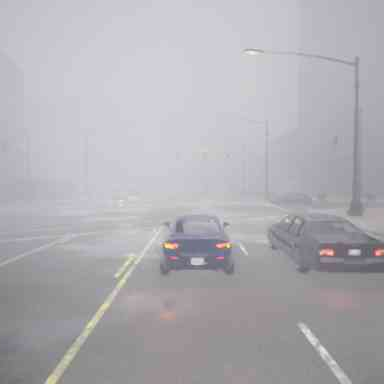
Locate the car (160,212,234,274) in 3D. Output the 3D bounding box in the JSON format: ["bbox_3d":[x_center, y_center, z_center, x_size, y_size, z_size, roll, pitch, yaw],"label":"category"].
[{"bbox_3d":[0.134,1.318,9.678,1.812,1.442,4.674,0,1,0],"label":"car"}]

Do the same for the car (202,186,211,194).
[{"bbox_3d":[3.703,-0.648,86.998,2.150,2.045,5.566,0,1,0],"label":"car"}]

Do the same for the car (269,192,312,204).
[{"bbox_3d":[10.202,0.674,34.557,4.181,1.385,1.994,0,2,7],"label":"car"}]

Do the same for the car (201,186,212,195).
[{"bbox_3d":[3.678,-0.107,76.556,2.033,1.411,5.357,0,1,0],"label":"car"}]

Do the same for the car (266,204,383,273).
[{"bbox_3d":[3.633,1.335,9.937,2.033,1.411,5.357,0,1,0],"label":"car"}]

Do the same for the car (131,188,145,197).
[{"bbox_3d":[-10.397,0.093,60.374,2.128,1.511,4.902,0,1,1],"label":"car"}]

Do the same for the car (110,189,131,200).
[{"bbox_3d":[-10.457,0.346,47.719,1.812,1.442,4.674,0,1,0],"label":"car"}]

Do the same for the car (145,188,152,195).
[{"bbox_3d":[-10.324,-0.160,75.436,1.882,1.535,5.008,0,1,0],"label":"car"}]

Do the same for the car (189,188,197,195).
[{"bbox_3d":[0.178,-0.169,76.563,1.882,1.535,5.008,0,1,0],"label":"car"}]
